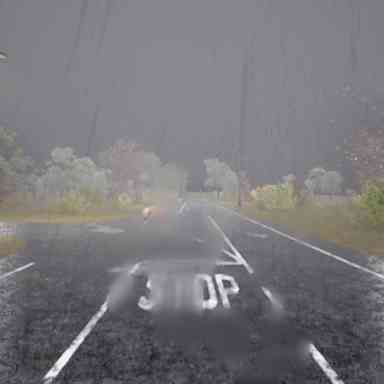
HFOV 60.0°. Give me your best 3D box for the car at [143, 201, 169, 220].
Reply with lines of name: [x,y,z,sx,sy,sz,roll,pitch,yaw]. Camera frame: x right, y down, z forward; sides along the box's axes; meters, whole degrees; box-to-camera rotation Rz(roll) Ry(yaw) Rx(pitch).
car: [-3.428,1.676,32.054,2.097,1.767,4.553,0,-1,0]

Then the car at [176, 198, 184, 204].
car: [-3.089,2.322,86.829,2.128,1.511,4.902,0,0,5]
